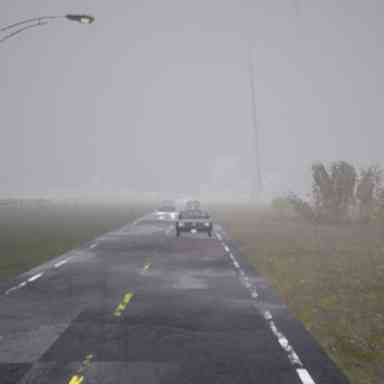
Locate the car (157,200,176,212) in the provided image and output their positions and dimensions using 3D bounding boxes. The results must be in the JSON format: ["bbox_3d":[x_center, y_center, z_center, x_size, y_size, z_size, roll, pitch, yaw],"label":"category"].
[{"bbox_3d":[-2.841,1.618,38.646,1.994,1.385,4.181,0,0,0],"label":"car"}]

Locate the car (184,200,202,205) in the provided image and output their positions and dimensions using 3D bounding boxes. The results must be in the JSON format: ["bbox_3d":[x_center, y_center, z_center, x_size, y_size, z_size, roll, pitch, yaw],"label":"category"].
[{"bbox_3d":[0.096,1.589,35.038,2.033,1.411,5.357,0,0,0],"label":"car"}]

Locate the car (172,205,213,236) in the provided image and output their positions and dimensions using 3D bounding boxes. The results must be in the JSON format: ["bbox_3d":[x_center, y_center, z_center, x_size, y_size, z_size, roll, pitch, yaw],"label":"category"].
[{"bbox_3d":[0.098,1.606,18.314,1.895,1.301,4.718,0,0,0],"label":"car"}]
